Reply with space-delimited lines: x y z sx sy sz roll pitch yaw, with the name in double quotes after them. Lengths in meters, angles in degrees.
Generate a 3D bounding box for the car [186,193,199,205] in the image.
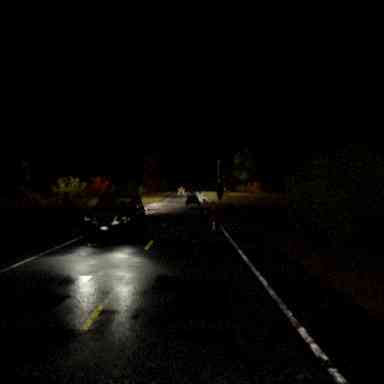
0.104 1.235 51.859 1.994 1.385 4.181 0 0 0 "car"

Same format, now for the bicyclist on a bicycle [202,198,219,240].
0.965 1.272 15.424 0.659 1.776 1.843 0 1 0 "bicyclist on a bicycle"

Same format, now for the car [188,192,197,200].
0.008 0.891 69.798 1.837 1.490 4.892 0 2 0 "car"

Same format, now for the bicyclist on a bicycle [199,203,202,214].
0.948 1.278 24.854 0.866 1.612 1.509 0 0 0 "bicyclist on a bicycle"

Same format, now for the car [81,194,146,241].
-3.598 1.119 16.392 2.150 2.045 5.566 0 0 0 "car"
